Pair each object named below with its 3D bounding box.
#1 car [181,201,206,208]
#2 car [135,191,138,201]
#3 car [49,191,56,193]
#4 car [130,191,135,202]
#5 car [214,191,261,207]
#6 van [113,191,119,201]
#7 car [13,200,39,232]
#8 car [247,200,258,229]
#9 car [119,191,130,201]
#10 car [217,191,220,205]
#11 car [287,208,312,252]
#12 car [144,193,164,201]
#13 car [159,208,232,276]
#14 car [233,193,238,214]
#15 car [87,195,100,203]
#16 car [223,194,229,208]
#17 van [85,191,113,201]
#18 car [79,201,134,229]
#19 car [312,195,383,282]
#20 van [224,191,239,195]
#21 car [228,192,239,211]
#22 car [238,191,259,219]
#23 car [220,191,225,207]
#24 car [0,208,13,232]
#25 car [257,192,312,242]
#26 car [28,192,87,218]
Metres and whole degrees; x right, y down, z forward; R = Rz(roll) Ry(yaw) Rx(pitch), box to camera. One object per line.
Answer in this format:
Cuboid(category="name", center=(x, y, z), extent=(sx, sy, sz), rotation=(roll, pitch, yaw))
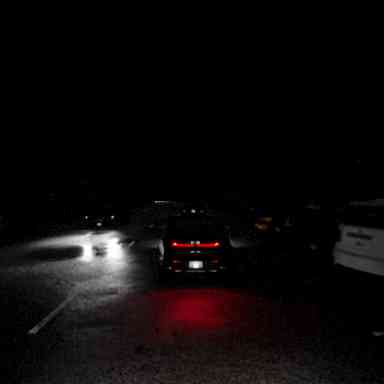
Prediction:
Cuboid(category="car", center=(0.107, 1.364, 25.457), extent=(2.033, 1.411, 5.357), rotation=(0, 0, 0))
Cuboid(category="car", center=(-10.992, 0.870, 50.127), extent=(5.566, 2.045, 2.435), rotation=(-1, 1, -20))
Cuboid(category="car", center=(-26.637, 0.771, 63.510), extent=(2.435, 2.045, 5.566), rotation=(0, 1, -19))
Cuboid(category="car", center=(-10.953, 0.913, 44.243), extent=(5.566, 2.045, 2.435), rotation=(-1, 0, -20))
Cuboid(category="car", center=(5.996, 0.915, 44.055), extent=(5.566, 2.045, 2.435), rotation=(1, 0, -20))
Cuboid(category="van", center=(-11.091, 0.985, 38.267), extent=(4.442, 1.987, 1.878), rotation=(-1, 1, -20))
Cuboid(category="car", center=(-10.976, 1.389, 17.616), extent=(4.792, 1.488, 2.163), rotation=(-1, 0, -20))
Cuboid(category="car", center=(5.771, 1.360, 16.773), extent=(5.366, 1.575, 1.946), rotation=(1, 1, -20))
Cuboid(category="car", center=(-10.957, 0.935, 41.284), extent=(5.566, 2.045, 2.435), rotation=(-1, 0, -20))
Cuboid(category="car", center=(5.952, 0.938, 40.994), extent=(5.566, 2.045, 2.435), rotation=(1, 1, -20))
Cuboid(category="car", center=(5.925, 1.409, 10.803), extent=(4.892, 1.521, 2.231), rotation=(1, 0, -20))
Cuboid(category="car", center=(-7.526, 0.902, 65.620), extent=(2.097, 1.767, 4.553), rotation=(0, 1, -39))
Cuboid(category="car", center=(0.088, 1.429, 10.049), extent=(1.837, 1.490, 4.892), rotation=(0, 0, 0))
Cuboid(category="car", center=(5.926, 1.174, 25.897), extent=(4.553, 1.767, 2.185), rotation=(1, 0, -20))
Cuboid(category="car", center=(-10.988, 1.276, 29.442), extent=(4.892, 1.521, 2.231), rotation=(-1, 1, -20))
Cuboid(category="car", center=(5.967, 1.257, 31.948), extent=(4.892, 1.521, 2.231), rotation=(1, 1, -20))
Cuboid(category="van", center=(-11.095, 1.007, 35.307), extent=(4.442, 1.987, 1.878), rotation=(-1, 1, -20))
Cuboid(category="car", center=(-5.098, 1.453, 20.520), extent=(1.895, 1.301, 4.718), rotation=(0, 0, 0))
Cuboid(category="car", center=(5.969, 1.179, 7.780), extent=(5.566, 2.045, 2.435), rotation=(1, 0, -20))
Cuboid(category="van", center=(6.074, 1.009, 35.014), extent=(4.442, 1.987, 1.878), rotation=(1, 0, -20))
Cuboid(category="car", center=(5.921, 1.152, 28.927), extent=(4.553, 1.767, 2.185), rotation=(1, 0, -20))
Cuboid(category="car", center=(5.978, 1.093, 19.871), extent=(5.566, 2.045, 2.435), rotation=(1, 0, -20))
Cuboid(category="car", center=(6.001, 1.086, 37.997), extent=(4.553, 1.767, 2.185), rotation=(1, 1, -20))
Cuboid(category="car", center=(-11.173, 1.381, 14.570), extent=(5.366, 1.575, 1.946), rotation=(-1, 1, -20))
Cuboid(category="car", center=(5.913, 1.135, 13.808), extent=(5.566, 2.045, 2.435), rotation=(1, 1, -20))
Cuboid(category="car", center=(-11.022, 1.171, 26.466), extent=(4.553, 1.767, 2.185), rotation=(-1, 0, -20))
